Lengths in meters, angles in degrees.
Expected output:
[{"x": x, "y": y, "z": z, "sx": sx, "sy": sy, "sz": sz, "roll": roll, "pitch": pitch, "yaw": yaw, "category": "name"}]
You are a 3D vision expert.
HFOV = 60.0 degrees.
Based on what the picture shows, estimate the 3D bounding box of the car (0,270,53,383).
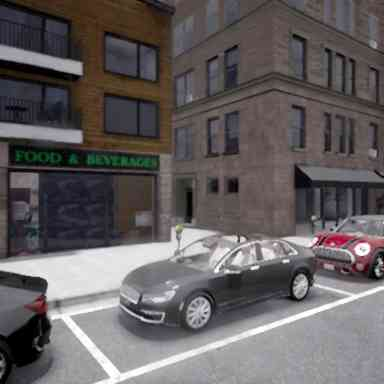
[{"x": -3.776, "y": 1.566, "z": 3.502, "sx": 4.313, "sy": 1.339, "sz": 1.947, "roll": 0, "pitch": 0, "yaw": -35, "category": "car"}]

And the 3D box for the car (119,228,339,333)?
[{"x": 0.724, "y": 1.552, "z": 6.696, "sx": 4.403, "sy": 1.369, "sz": 2.008, "roll": 0, "pitch": 0, "yaw": -35, "category": "car"}]

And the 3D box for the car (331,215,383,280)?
[{"x": 5.224, "y": 1.445, "z": 9.892, "sx": 4.097, "sy": 1.590, "sz": 1.967, "roll": 0, "pitch": 0, "yaw": -35, "category": "car"}]
